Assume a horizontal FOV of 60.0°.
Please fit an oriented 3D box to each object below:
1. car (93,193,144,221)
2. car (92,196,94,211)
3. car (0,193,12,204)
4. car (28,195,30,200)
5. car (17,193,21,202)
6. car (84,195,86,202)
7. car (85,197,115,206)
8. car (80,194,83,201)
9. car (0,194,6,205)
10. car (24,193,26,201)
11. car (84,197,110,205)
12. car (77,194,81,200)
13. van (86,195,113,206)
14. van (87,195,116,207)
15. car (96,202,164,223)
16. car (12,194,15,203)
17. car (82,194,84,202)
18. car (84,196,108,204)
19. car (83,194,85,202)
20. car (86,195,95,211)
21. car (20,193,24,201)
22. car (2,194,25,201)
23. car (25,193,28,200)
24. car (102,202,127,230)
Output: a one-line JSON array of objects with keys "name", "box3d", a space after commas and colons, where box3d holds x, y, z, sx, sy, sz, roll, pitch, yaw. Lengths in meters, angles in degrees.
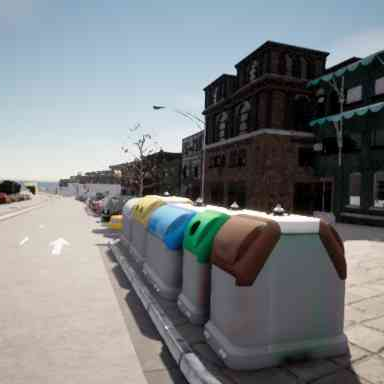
[{"name": "car", "box3d": [-3.044, 1.365, 21.462, 5.566, 2.045, 2.435, 3, -2, -39]}, {"name": "car", "box3d": [-6.977, 1.563, 32.845, 4.553, 1.767, 2.185, 3, -2, -39]}, {"name": "car", "box3d": [-34.192, 1.139, 56.043, 5.566, 2.045, 2.435, 1, 0, -39]}, {"name": "car", "box3d": [-44.650, 1.526, 83.719, 5.366, 1.575, 1.946, 1, 0, -42]}, {"name": "car", "box3d": [-38.138, 1.451, 67.255, 5.008, 1.535, 2.097, 1, 0, -40]}, {"name": "car", "box3d": [-9.888, 1.483, 41.373, 5.566, 2.045, 2.435, 3, -1, -39]}, {"name": "car", "box3d": [-18.572, 1.876, 67.103, 5.366, 1.575, 1.946, 3, -2, -39]}, {"name": "car", "box3d": [-23.871, 1.938, 81.171, 5.008, 1.535, 2.097, 3, -2, -41]}, {"name": "car", "box3d": [-33.182, 1.405, 53.271, 4.792, 1.488, 2.163, 1, -1, -39]}, {"name": "car", "box3d": [-41.237, 1.523, 75.604, 4.792, 1.488, 2.163, 1, -1, -41]}, {"name": "car", "box3d": [-20.742, 1.901, 72.661, 4.892, 1.521, 2.231, 3, -2, -40]}, {"name": "car", "box3d": [-27.156, 1.720, 89.600, 5.566, 2.045, 2.435, 3, -1, -42]}, {"name": "van", "box3d": [-17.798, 1.627, 64.063, 4.442, 1.987, 1.878, 3, -1, -39]}, {"name": "van", "box3d": [-15.827, 1.597, 58.370, 4.442, 1.987, 1.878, 3, -1, -39]}, {"name": "car", "box3d": [-5.009, 1.658, 27.156, 5.008, 1.535, 2.097, 3, -1, -39]}, {"name": "car", "box3d": [-35.014, 1.405, 58.988, 5.366, 1.575, 1.946, 1, -1, -39]}, {"name": "car", "box3d": [-13.763, 1.547, 52.782, 5.566, 2.045, 2.435, 3, -2, -39]}, {"name": "car", "box3d": [-21.778, 1.787, 75.498, 4.553, 1.767, 2.185, 3, -2, -40]}, {"name": "car", "box3d": [-11.808, 1.516, 47.101, 5.566, 2.045, 2.435, 3, -2, -39]}, {"name": "car", "box3d": [-7.935, 1.453, 35.685, 5.566, 2.045, 2.435, 3, -1, -39]}, {"name": "car", "box3d": [-40.228, 1.509, 72.785, 4.792, 1.488, 2.163, 1, 0, -40]}, {"name": "car", "box3d": [-43.437, 1.393, 81.080, 4.553, 1.767, 2.185, 1, -1, -41]}, {"name": "car", "box3d": [-42.320, 1.506, 78.343, 5.008, 1.535, 2.097, 1, 0, -41]}, {"name": "car", "box3d": [-1.953, 1.589, 18.689, 5.366, 1.575, 1.946, 3, -2, -39]}]
